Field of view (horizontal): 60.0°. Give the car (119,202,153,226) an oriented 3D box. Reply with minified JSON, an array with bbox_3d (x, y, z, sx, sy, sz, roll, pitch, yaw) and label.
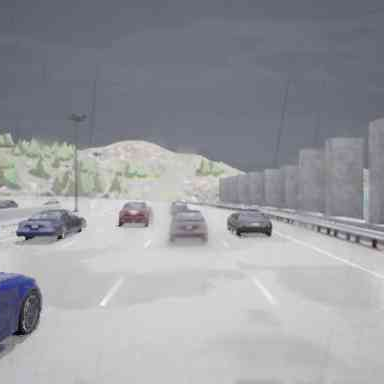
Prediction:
[{"bbox_3d":[-4.023,1.482,24.426,2.097,1.767,4.553,0,0,-3],"label":"car"}]

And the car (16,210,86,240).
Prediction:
[{"bbox_3d":[-7.212,1.642,17.618,2.033,1.411,5.357,0,0,-2],"label":"car"}]

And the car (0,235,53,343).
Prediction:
[{"bbox_3d":[-3.448,1.546,3.753,1.812,1.442,4.674,0,0,-1],"label":"car"}]

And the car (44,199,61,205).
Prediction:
[{"bbox_3d":[-22.106,1.883,52.930,1.994,1.385,4.181,0,0,-13],"label":"car"}]

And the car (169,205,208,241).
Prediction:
[{"bbox_3d":[-0.195,1.638,17.087,2.033,1.411,5.357,0,0,-1],"label":"car"}]

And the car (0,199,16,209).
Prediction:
[{"bbox_3d":[-28.933,1.883,51.381,1.994,1.385,4.181,0,0,-13],"label":"car"}]

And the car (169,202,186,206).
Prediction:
[{"bbox_3d":[-1.423,1.735,35.558,2.033,1.411,5.357,0,0,-6],"label":"car"}]

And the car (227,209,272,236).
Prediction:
[{"bbox_3d":[3.231,1.666,19.269,1.994,1.385,4.181,0,0,-2],"label":"car"}]

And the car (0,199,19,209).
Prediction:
[{"bbox_3d":[-23.775,1.735,42.506,1.837,1.490,4.892,0,-1,-9],"label":"car"}]
